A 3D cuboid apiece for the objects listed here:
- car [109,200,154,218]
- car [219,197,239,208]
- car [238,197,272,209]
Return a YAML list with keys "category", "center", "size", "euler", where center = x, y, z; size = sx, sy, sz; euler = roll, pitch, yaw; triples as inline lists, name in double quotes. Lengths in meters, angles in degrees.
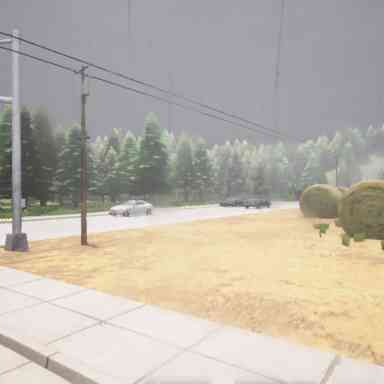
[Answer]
- category: "car"
  center: [-5.468, 1.497, 30.508]
  size: [1.812, 1.442, 4.674]
  euler: [0, 1, 36]
- category: "car"
  center: [5.798, 1.419, 45.608]
  size: [2.033, 1.411, 5.357]
  euler: [0, 0, 37]
- category: "car"
  center: [8.495, 1.412, 43.100]
  size: [2.033, 1.411, 5.357]
  euler: [0, 0, 37]
